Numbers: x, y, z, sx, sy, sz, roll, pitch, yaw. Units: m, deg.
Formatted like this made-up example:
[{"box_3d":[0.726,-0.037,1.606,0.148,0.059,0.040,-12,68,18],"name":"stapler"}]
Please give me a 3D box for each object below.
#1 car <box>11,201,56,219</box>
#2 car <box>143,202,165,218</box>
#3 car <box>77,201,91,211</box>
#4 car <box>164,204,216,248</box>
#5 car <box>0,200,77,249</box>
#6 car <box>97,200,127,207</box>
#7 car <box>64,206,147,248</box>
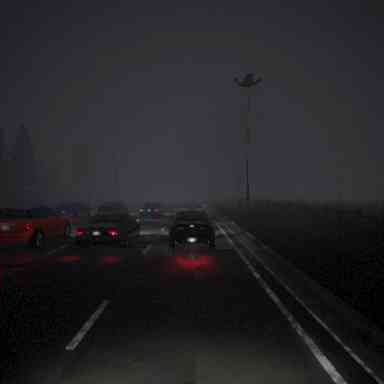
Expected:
[{"box_3d":[-14.000,1.570,29.650,1.994,1.385,4.181,0,0,0],"name":"car"},{"box_3d":[-3.500,1.561,29.650,2.033,1.411,5.357,0,0,0],"name":"car"},{"box_3d":[-10.500,1.482,29.650,1.882,1.535,5.008,0,0,0],"name":"car"},{"box_3d":[0.000,1.514,14.650,1.837,1.490,4.892,0,0,0],"name":"car"},{"box_3d":[-7.000,1.363,14.620,2.097,1.767,4.553,0,0,0],"name":"car"},{"box_3d":[-7.000,1.482,29.650,1.882,1.535,5.008,0,0,0],"name":"car"},{"box_3d":[-3.500,1.560,14.650,2.033,1.411,5.357,0,0,0],"name":"car"}]
